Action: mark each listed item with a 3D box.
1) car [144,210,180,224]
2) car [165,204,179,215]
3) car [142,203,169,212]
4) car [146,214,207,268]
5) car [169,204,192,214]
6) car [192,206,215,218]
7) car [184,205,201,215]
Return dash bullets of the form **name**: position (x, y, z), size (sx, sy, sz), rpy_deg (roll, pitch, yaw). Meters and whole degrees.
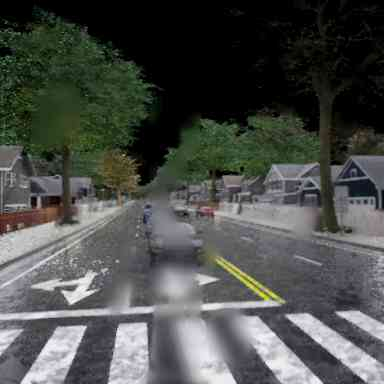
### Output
- **car**: position (-2.131, 2.156, 22.427), size (1.812, 1.442, 4.674), rpy_deg (0, -2, -8)
- **car**: position (-3.170, 2.715, 52.169), size (1.837, 1.490, 4.892), rpy_deg (0, -1, -8)
- **car**: position (-3.930, 2.127, 34.627), size (2.150, 2.045, 5.566), rpy_deg (0, -1, -8)
- **car**: position (-0.702, 1.816, 12.830), size (1.882, 1.535, 5.008), rpy_deg (0, -2, -8)
- **car**: position (-1.592, 2.508, 41.872), size (1.882, 1.535, 5.008), rpy_deg (0, -1, -8)
- **car**: position (1.608, 2.543, 42.473), size (1.837, 1.490, 4.892), rpy_deg (0, -1, -8)
- **car**: position (0.040, 2.817, 52.677), size (1.895, 1.301, 4.718), rpy_deg (0, -1, -8)
